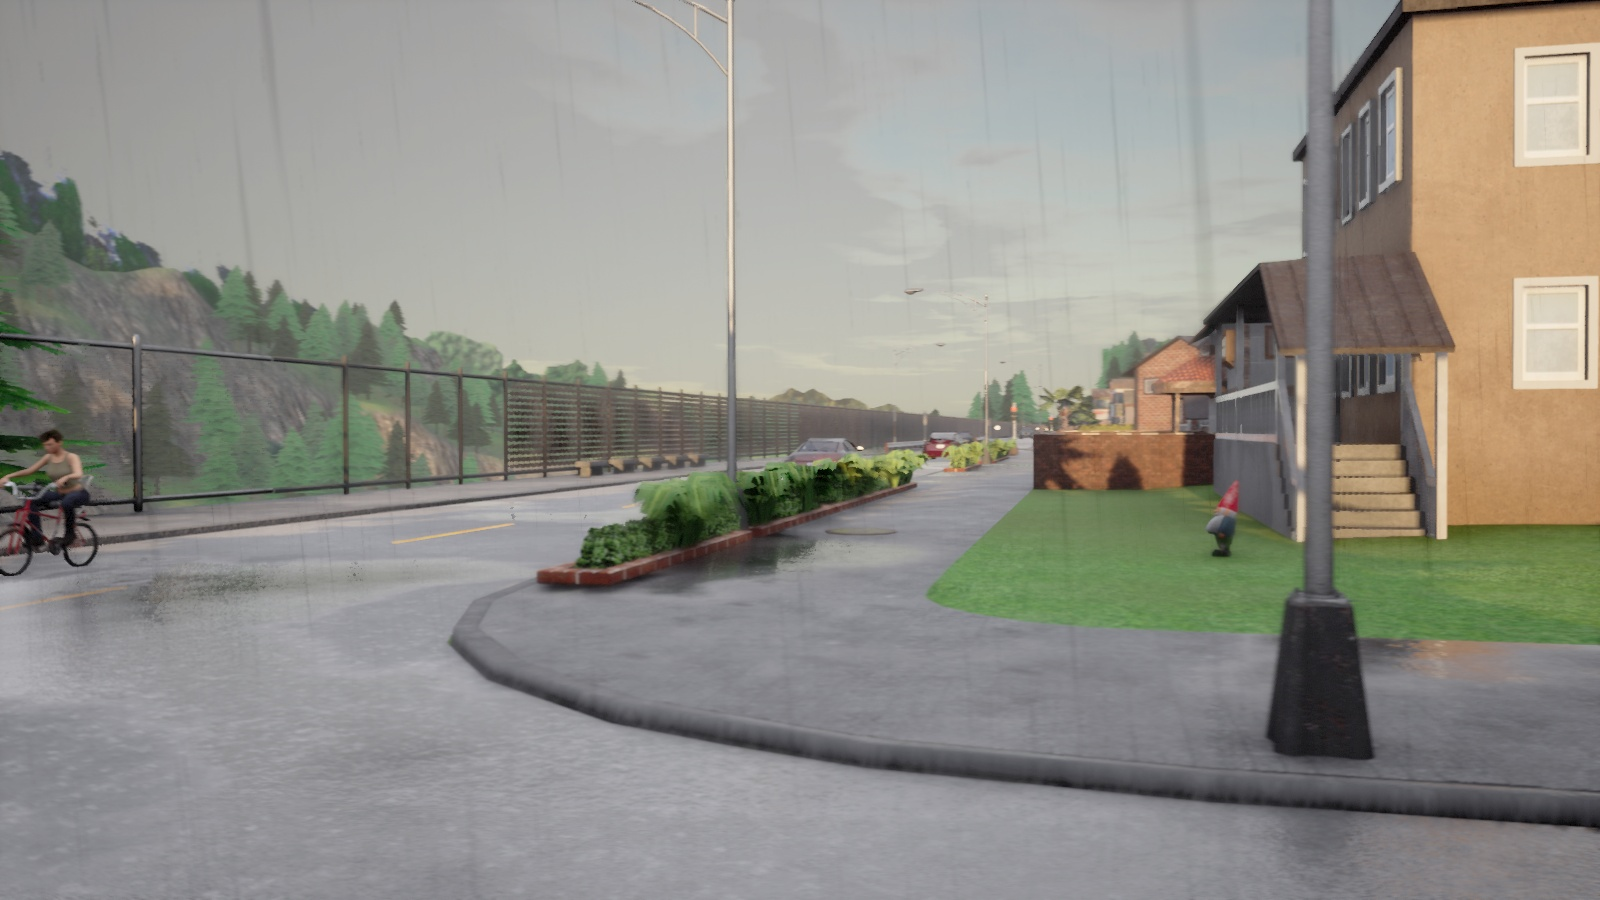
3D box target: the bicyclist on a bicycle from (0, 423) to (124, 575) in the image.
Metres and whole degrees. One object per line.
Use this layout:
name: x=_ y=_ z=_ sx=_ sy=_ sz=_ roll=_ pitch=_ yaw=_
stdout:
bicyclist on a bicycle: x=-8.581 y=0.511 z=14.202 sx=0.866 sy=1.612 sz=1.509 roll=1 pitch=1 yaw=12

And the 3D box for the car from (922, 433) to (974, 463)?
car: x=7.740 y=-0.128 z=65.393 sx=2.163 sy=1.488 sz=4.792 roll=0 pitch=1 yaw=13

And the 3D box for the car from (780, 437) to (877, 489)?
car: x=0.912 y=0.338 z=36.833 sx=1.994 sy=1.385 sz=4.181 roll=0 pitch=1 yaw=13
